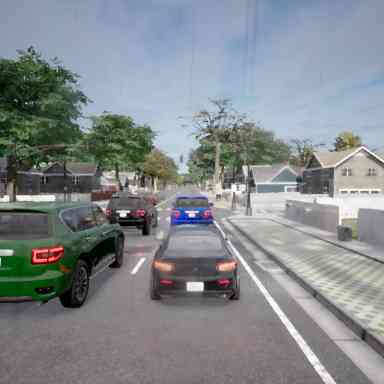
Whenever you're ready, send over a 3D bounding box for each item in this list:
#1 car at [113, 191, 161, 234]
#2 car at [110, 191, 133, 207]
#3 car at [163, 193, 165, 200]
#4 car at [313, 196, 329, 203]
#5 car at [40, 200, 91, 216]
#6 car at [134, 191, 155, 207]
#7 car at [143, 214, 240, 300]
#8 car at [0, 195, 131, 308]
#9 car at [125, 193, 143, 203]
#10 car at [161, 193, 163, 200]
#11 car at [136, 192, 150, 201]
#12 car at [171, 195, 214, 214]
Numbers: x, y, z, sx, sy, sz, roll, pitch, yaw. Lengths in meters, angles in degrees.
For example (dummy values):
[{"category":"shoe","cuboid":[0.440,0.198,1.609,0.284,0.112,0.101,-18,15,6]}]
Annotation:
[{"category":"car","cuboid":[-3.217,1.158,18.390,2.150,2.045,5.566,0,0,1]},{"category":"car","cuboid":[-9.823,0.889,46.910,2.150,2.045,5.566,0,1,0]},{"category":"car","cuboid":[-6.492,0.859,66.385,2.128,1.511,4.902,0,1,1]},{"category":"car","cuboid":[13.296,1.199,34.409,4.902,1.511,2.128,0,1,-2]},{"category":"car","cuboid":[-11.985,1.494,31.749,4.181,1.385,1.994,-1,1,-10]},{"category":"car","cuboid":[-6.572,0.889,46.856,2.150,2.045,5.566,0,1,0]},{"category":"car","cuboid":[0.070,1.513,8.230,1.812,1.442,4.674,0,0,0]},{"category":"car","cuboid":[-3.184,1.209,8.039,2.150,2.045,5.566,0,0,1]},{"category":"car","cuboid":[-9.804,1.044,56.590,2.128,1.511,4.902,0,1,0]},{"category":"car","cuboid":[-6.551,1.122,56.264,1.994,1.385,4.181,0,1,1]},{"category":"car","cuboid":[-9.732,0.855,66.564,2.128,1.511,4.902,0,1,1]},{"category":"car","cuboid":[0.031,1.159,18.264,2.150,2.045,5.566,0,0,1]}]
